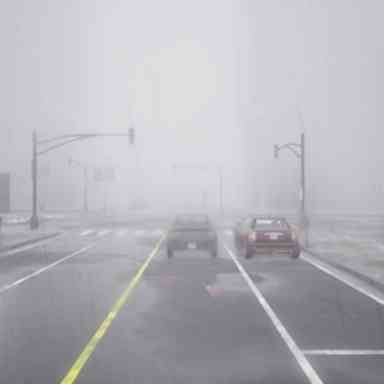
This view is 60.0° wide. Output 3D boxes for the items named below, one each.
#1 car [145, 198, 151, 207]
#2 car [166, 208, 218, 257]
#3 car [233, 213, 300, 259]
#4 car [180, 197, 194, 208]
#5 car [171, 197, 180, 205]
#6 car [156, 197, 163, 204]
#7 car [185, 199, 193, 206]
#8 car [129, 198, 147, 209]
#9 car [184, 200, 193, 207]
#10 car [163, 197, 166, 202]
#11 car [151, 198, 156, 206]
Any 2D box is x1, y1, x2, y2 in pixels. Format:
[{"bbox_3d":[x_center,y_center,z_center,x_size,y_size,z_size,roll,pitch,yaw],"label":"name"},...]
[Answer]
[{"bbox_3d":[-9.159,1.923,59.918,2.192,1.841,5.009,0,-1,0],"label":"car"},{"bbox_3d":[0.028,1.626,13.509,2.128,1.511,4.902,0,0,1],"label":"car"},{"bbox_3d":[2.761,1.570,13.150,1.967,1.590,4.097,0,-1,0],"label":"car"},{"bbox_3d":[-0.600,1.984,54.542,1.967,1.590,4.097,0,-1,0],"label":"car"},{"bbox_3d":[-3.525,2.461,81.145,1.895,1.301,4.718,0,-1,0],"label":"car"},{"bbox_3d":[-9.328,2.522,87.043,1.802,1.307,4.206,0,-1,0],"label":"car"},{"bbox_3d":[-0.735,2.351,76.238,1.887,1.381,4.507,0,-1,0],"label":"car"},{"bbox_3d":[-9.125,2.109,54.490,1.947,1.339,4.313,0,-1,0],"label":"car"},{"bbox_3d":[-0.667,2.256,65.389,1.802,1.307,4.206,0,-1,0],"label":"car"},{"bbox_3d":[-9.362,2.324,92.471,2.192,1.841,5.009,0,-1,0],"label":"car"},{"bbox_3d":[-9.225,2.263,70.597,1.752,1.417,4.829,0,-1,0],"label":"car"}]
